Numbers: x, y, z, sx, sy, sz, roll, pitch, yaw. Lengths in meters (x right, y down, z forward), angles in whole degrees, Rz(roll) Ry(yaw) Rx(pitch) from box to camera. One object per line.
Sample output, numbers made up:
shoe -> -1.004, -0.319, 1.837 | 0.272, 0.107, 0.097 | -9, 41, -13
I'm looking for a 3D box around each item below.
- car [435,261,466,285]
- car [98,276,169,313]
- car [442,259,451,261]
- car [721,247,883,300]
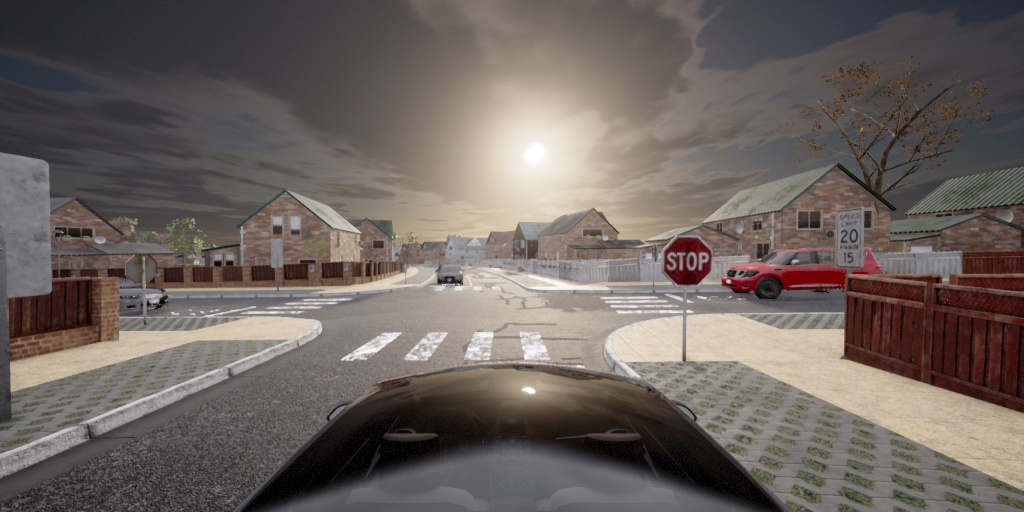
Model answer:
car -> -4.501, 1.348, 26.538 | 1.837, 1.490, 4.892 | 0, 0, -7
car -> -16.923, 1.603, 14.746 | 4.902, 1.511, 2.128 | -1, 1, 5
car -> -9.679, 1.281, 53.233 | 2.097, 1.767, 4.553 | 0, 0, -14
car -> 12.021, 0.673, 15.087 | 5.566, 2.045, 2.150 | -1, 1, 5
